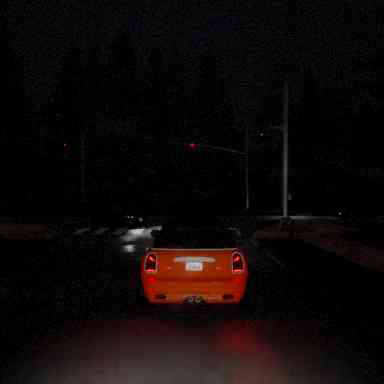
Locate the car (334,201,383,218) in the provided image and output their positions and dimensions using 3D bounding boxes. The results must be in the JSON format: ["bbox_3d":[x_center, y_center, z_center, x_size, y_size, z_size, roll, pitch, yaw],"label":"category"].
[{"bbox_3d":[14.337,1.438,27.330,4.718,1.301,1.895,0,0,0],"label":"car"}]

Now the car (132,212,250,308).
[{"bbox_3d":[0.049,1.352,8.086,2.097,1.767,4.553,0,0,0],"label":"car"}]

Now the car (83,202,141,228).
[{"bbox_3d":[-5.013,1.416,21.418,4.892,1.490,1.837,0,-2,36],"label":"car"}]
